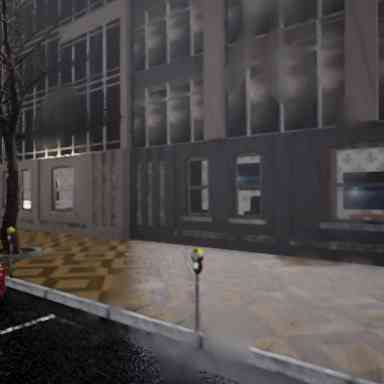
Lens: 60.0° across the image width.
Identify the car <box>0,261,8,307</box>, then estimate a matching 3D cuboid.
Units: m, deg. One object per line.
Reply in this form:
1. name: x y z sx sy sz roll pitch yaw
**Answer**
1. car: -5.528 1.483 6.661 4.097 1.590 1.967 0 0 35
